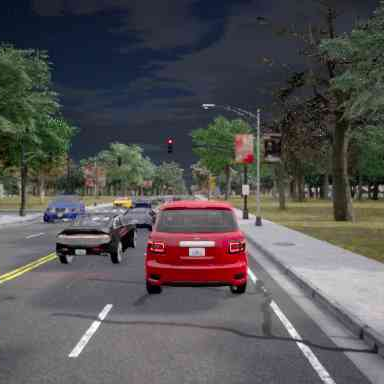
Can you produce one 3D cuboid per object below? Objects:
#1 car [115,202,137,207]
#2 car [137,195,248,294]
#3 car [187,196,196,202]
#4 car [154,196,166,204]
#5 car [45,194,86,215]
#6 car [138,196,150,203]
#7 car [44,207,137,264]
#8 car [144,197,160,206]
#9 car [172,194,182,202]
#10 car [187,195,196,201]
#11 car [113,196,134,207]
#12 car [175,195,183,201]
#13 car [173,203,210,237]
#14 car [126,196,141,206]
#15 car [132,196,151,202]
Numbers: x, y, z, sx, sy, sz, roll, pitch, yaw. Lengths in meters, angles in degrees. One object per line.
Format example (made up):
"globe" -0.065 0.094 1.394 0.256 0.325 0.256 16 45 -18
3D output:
"car" -3.176 1.570 20.522 1.994 1.385 4.181 0 0 0
"car" 0.090 1.223 8.947 2.150 2.045 5.566 0 0 0
"car" -0.099 1.598 76.364 2.033 1.411 5.357 0 0 0
"car" -6.593 1.595 68.618 2.033 1.411 5.357 0 0 0
"car" -9.589 1.230 25.722 2.150 2.045 5.566 1 0 -10
"car" -9.839 1.552 68.914 1.837 1.490 4.892 0 0 0
"car" -3.163 1.494 11.859 2.128 1.511 4.902 0 0 0
"car" -6.660 1.578 55.640 2.033 1.411 5.357 0 0 0
"car" -3.349 1.414 76.746 2.097 1.767 4.553 0 0 0
"car" -0.112 1.479 86.779 2.128 1.511 4.902 0 0 0
"car" -9.898 1.500 47.477 1.882 1.535 5.008 0 0 0
"car" -3.363 1.549 86.805 1.895 1.301 4.718 0 0 0
"car" -0.023 1.483 19.264 1.882 1.535 5.008 0 0 0
"car" -9.905 1.536 56.775 1.837 1.490 4.892 0 0 0
"car" -6.657 1.622 46.033 1.895 1.301 4.718 0 0 0
